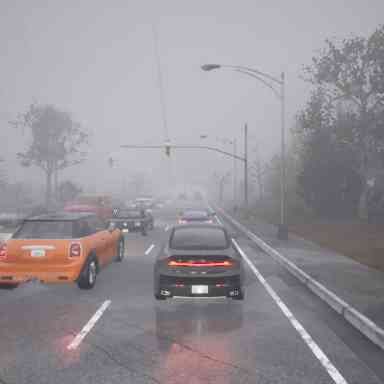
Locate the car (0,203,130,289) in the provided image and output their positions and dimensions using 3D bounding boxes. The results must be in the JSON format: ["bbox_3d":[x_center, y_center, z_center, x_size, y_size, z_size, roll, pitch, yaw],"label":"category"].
[{"bbox_3d":[-3.325,1.352,9.351,2.097,1.767,4.553,0,0,1],"label":"car"}]

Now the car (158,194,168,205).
[{"bbox_3d":[-6.083,1.561,60.234,1.994,1.385,4.181,0,0,1],"label":"car"}]

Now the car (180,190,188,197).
[{"bbox_3d":[-2.015,0.341,85.657,1.812,1.442,4.674,0,3,1],"label":"car"}]

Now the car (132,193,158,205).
[{"bbox_3d":[-6.398,1.221,45.583,2.150,2.045,5.566,0,0,1],"label":"car"}]

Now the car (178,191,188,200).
[{"bbox_3d":[-2.218,1.013,75.239,1.837,1.490,4.892,0,3,1],"label":"car"}]

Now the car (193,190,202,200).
[{"bbox_3d":[1.281,1.053,75.173,2.033,1.411,5.357,0,3,1],"label":"car"}]

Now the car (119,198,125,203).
[{"bbox_3d":[-9.948,1.504,43.076,1.837,1.490,4.892,0,0,1],"label":"car"}]

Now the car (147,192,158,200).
[{"bbox_3d":[-9.177,0.928,77.409,1.812,1.442,4.674,0,3,1],"label":"car"}]

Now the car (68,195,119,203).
[{"bbox_3d":[-6.848,1.222,22.382,2.150,2.045,5.566,0,0,2],"label":"car"}]

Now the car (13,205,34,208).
[{"bbox_3d":[-10.374,1.547,20.833,2.033,1.411,5.357,0,0,1],"label":"car"}]

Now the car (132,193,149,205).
[{"bbox_3d":[-9.548,1.213,61.682,2.150,2.045,5.566,0,0,2],"label":"car"}]

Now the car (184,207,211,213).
[{"bbox_3d":[0.260,1.526,17.484,1.812,1.442,4.674,0,0,3],"label":"car"}]

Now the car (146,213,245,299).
[{"bbox_3d":[0.164,1.505,8.410,1.837,1.490,4.892,0,0,1],"label":"car"}]

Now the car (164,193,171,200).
[{"bbox_3d":[-5.720,1.005,75.164,1.882,1.535,5.008,0,3,1],"label":"car"}]

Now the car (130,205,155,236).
[{"bbox_3d":[-3.242,1.601,18.437,1.895,1.301,4.718,0,0,0],"label":"car"}]

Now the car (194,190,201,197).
[{"bbox_3d":[1.485,0.316,85.587,1.837,1.490,4.892,0,3,1],"label":"car"}]
